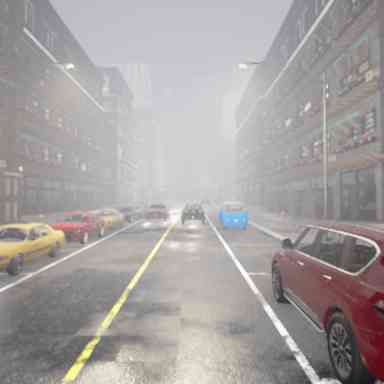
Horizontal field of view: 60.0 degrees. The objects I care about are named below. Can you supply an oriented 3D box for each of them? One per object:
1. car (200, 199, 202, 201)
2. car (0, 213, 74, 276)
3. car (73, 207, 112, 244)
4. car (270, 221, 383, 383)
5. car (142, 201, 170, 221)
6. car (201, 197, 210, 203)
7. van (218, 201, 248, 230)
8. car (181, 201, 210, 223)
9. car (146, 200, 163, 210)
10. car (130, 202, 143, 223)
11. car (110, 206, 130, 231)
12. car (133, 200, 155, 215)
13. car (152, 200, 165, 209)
[{"bbox_3d":[0.097,2.021,46.099,1.895,1.301,4.718,0,-1,0],"label":"car"},{"bbox_3d":[-5.643,1.623,10.751,1.752,1.417,4.829,1,-1,0],"label":"car"},{"bbox_3d":[-5.644,1.695,16.607,1.887,1.381,4.507,1,-1,0],"label":"car"},{"bbox_3d":[2.708,1.364,5.300,2.192,1.841,5.009,1,-1,0],"label":"car"},{"bbox_3d":[-3.096,1.755,30.556,1.882,1.535,5.008,0,0,0],"label":"car"},{"bbox_3d":[2.703,1.939,67.830,2.192,1.841,5.009,1,-1,0],"label":"car"},{"bbox_3d":[2.705,1.543,22.353,1.690,1.788,3.998,1,-1,0],"label":"van"},{"bbox_3d":[0.099,1.741,27.704,2.128,1.511,4.902,0,-1,0],"label":"car"},{"bbox_3d":[-5.646,2.014,50.713,2.008,1.369,4.403,1,-1,0],"label":"car"},{"bbox_3d":[-5.645,1.819,27.975,1.947,1.339,4.313,1,-1,0],"label":"car"},{"bbox_3d":[-5.644,1.726,22.121,1.752,1.417,4.829,1,-1,0],"label":"car"},{"bbox_3d":[-5.644,1.798,39.346,1.967,1.590,4.097,1,-1,0],"label":"car"},{"bbox_3d":[-5.647,2.098,56.398,1.802,1.307,4.206,1,-1,0],"label":"car"}]
